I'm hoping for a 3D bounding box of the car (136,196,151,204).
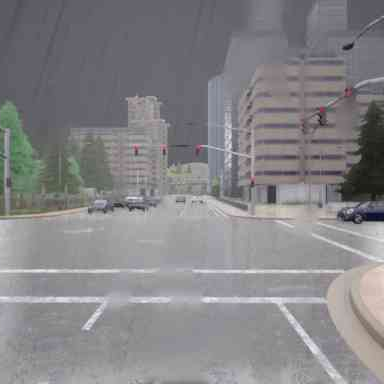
[{"bbox_3d":[-9.511,1.491,65.686,2.128,1.511,4.902,0,0,1],"label":"car"}]

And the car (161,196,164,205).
[{"bbox_3d":[-6.105,1.477,59.936,1.882,1.535,5.008,0,0,0],"label":"car"}]

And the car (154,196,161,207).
[{"bbox_3d":[-6.231,1.564,49.479,1.994,1.385,4.181,0,0,0],"label":"car"}]

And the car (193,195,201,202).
[{"bbox_3d":[1.132,1.521,76.600,1.812,1.442,4.674,0,0,1],"label":"car"}]

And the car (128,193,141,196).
[{"bbox_3d":[-9.660,1.221,55.454,2.150,2.045,5.566,0,0,1],"label":"car"}]

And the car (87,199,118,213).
[{"bbox_3d":[-9.847,1.526,36.394,1.812,1.442,4.674,0,0,1],"label":"car"}]

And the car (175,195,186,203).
[{"bbox_3d":[-2.349,1.564,68.332,1.994,1.385,4.181,0,0,1],"label":"car"}]

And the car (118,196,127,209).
[{"bbox_3d":[-9.773,1.601,45.494,1.895,1.301,4.718,0,0,1],"label":"car"}]

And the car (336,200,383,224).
[{"bbox_3d":[12.948,1.352,24.066,4.553,1.767,2.097,0,0,1],"label":"car"}]

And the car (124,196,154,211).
[{"bbox_3d":[-6.325,1.547,40.272,2.033,1.411,5.357,0,0,1],"label":"car"}]

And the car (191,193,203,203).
[{"bbox_3d":[1.037,1.221,66.915,2.150,2.045,5.566,0,0,1],"label":"car"}]

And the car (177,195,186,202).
[{"bbox_3d":[-2.361,1.478,77.288,1.882,1.535,5.008,0,0,1],"label":"car"}]
